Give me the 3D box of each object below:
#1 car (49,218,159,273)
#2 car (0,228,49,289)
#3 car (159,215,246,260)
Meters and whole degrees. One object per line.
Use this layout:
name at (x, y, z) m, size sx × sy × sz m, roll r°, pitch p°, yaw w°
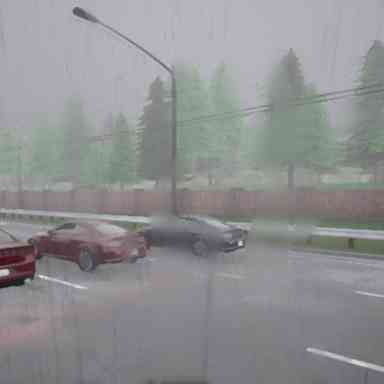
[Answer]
car at (-3.532, 1.580, 10.902) m, size 4.674 × 1.442 × 1.812 m, roll 0°, pitch 0°, yaw 36°
car at (-5.882, 1.516, 8.287) m, size 5.008 × 1.535 × 1.882 m, roll 0°, pitch 0°, yaw 36°
car at (-0.196, 1.594, 12.800) m, size 4.674 × 1.442 × 1.812 m, roll 0°, pitch 0°, yaw 36°
